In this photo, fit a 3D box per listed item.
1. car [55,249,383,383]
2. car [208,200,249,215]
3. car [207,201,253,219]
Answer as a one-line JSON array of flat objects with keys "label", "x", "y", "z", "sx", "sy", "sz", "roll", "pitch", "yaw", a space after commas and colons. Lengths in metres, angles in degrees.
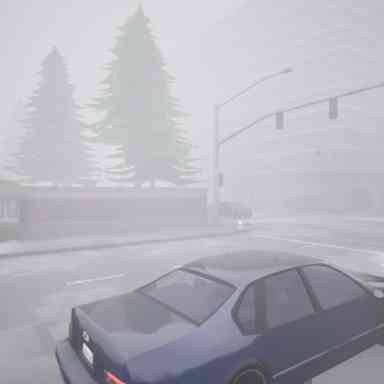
[{"label": "car", "x": 1.080, "y": 1.547, "z": 4.551, "sx": 5.357, "sy": 1.411, "sz": 2.033, "roll": 0, "pitch": 0, "yaw": -35}, {"label": "car", "x": 3.783, "y": 1.618, "z": 35.069, "sx": 1.994, "sy": 1.385, "sz": 4.181, "roll": 0, "pitch": 0, "yaw": -35}, {"label": "car", "x": 3.297, "y": 1.559, "z": 29.665, "sx": 1.837, "sy": 1.490, "sz": 4.892, "roll": 0, "pitch": 0, "yaw": -35}]
